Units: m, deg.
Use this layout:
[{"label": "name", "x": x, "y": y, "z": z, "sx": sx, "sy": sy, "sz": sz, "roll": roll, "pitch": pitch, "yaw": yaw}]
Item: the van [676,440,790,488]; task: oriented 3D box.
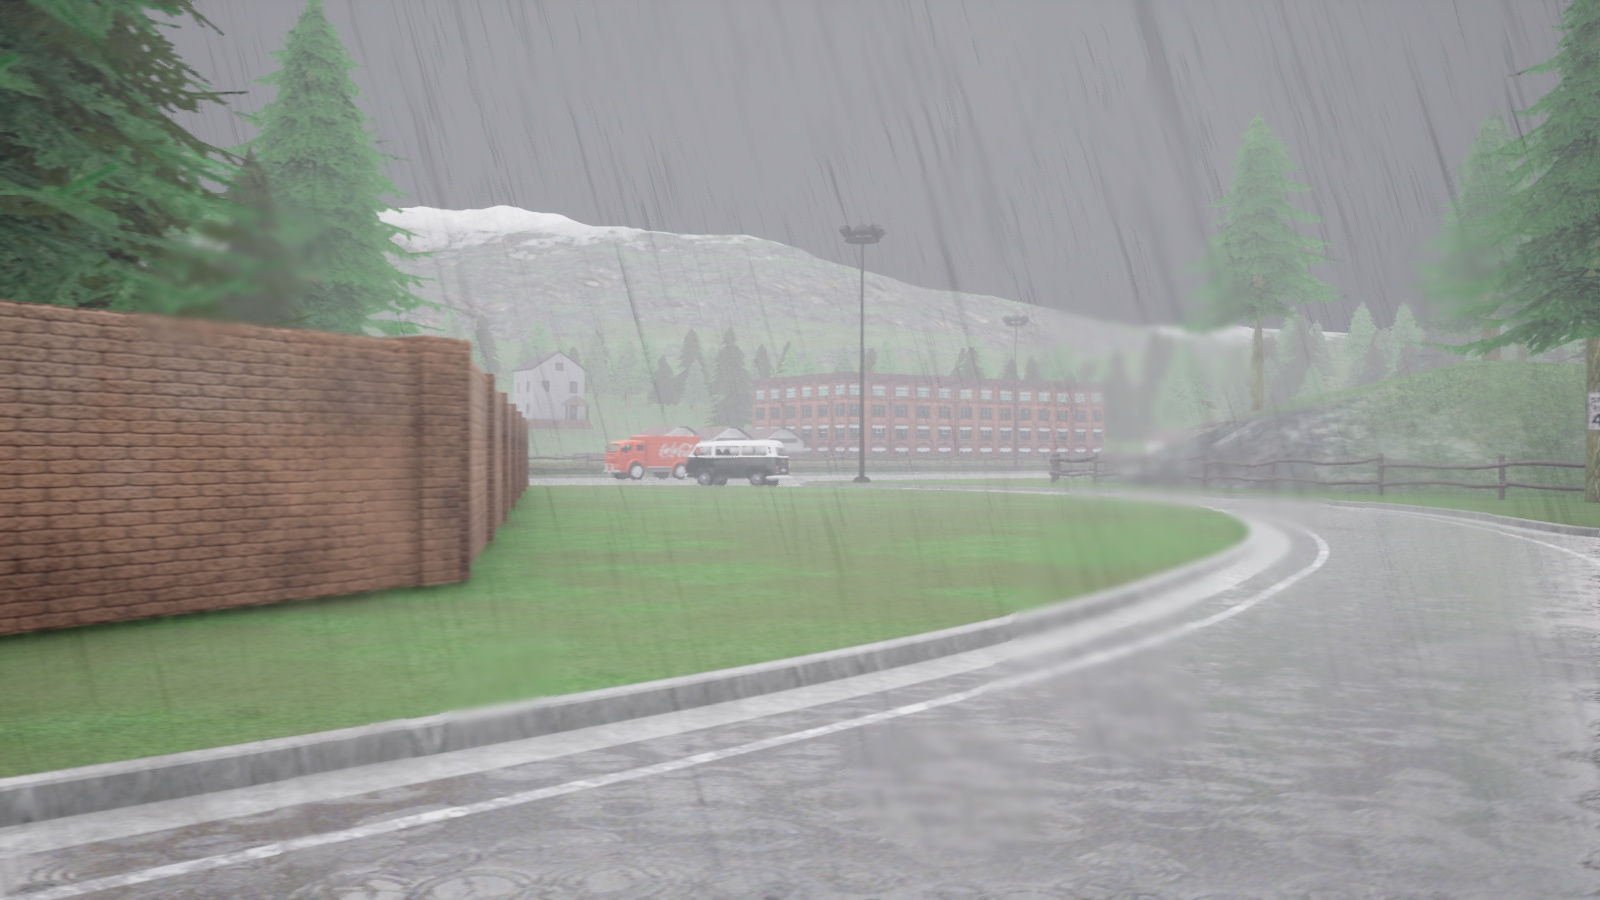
[{"label": "van", "x": -2.878, "y": 0.607, "z": 54.449, "sx": 4.480, "sy": 2.038, "sz": 2.069, "roll": 0, "pitch": -1, "yaw": 20}]

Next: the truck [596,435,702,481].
[{"label": "truck", "x": -8.394, "y": 0.447, "z": 69.859, "sx": 5.204, "sy": 2.467, "sz": 2.627, "roll": 0, "pitch": 0, "yaw": -35}]
